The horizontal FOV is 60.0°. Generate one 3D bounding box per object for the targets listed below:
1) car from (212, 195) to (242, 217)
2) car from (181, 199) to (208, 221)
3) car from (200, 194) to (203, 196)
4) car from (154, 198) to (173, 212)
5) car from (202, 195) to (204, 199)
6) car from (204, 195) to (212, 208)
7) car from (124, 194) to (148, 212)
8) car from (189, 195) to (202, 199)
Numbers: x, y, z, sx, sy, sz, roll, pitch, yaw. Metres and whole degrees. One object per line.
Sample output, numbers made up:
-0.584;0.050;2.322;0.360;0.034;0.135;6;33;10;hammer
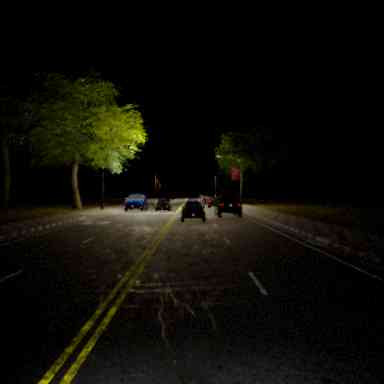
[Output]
3.347;1.251;31.430;2.150;2.045;5.566;0;0;0;car
0.096;1.551;27.178;1.812;1.442;4.674;0;0;0;car
3.242;1.578;73.712;2.128;1.511;4.902;0;0;0;car
-3.340;1.545;39.400;1.837;1.490;4.892;0;0;0;car
3.243;1.672;62.742;1.895;1.301;4.718;0;0;0;car
3.344;1.406;49.311;2.097;1.767;4.553;0;0;0;car
-6.589;1.263;39.668;2.150;2.045;5.566;0;0;0;car
0.094;1.600;49.522;2.033;1.411;5.357;0;0;0;car
